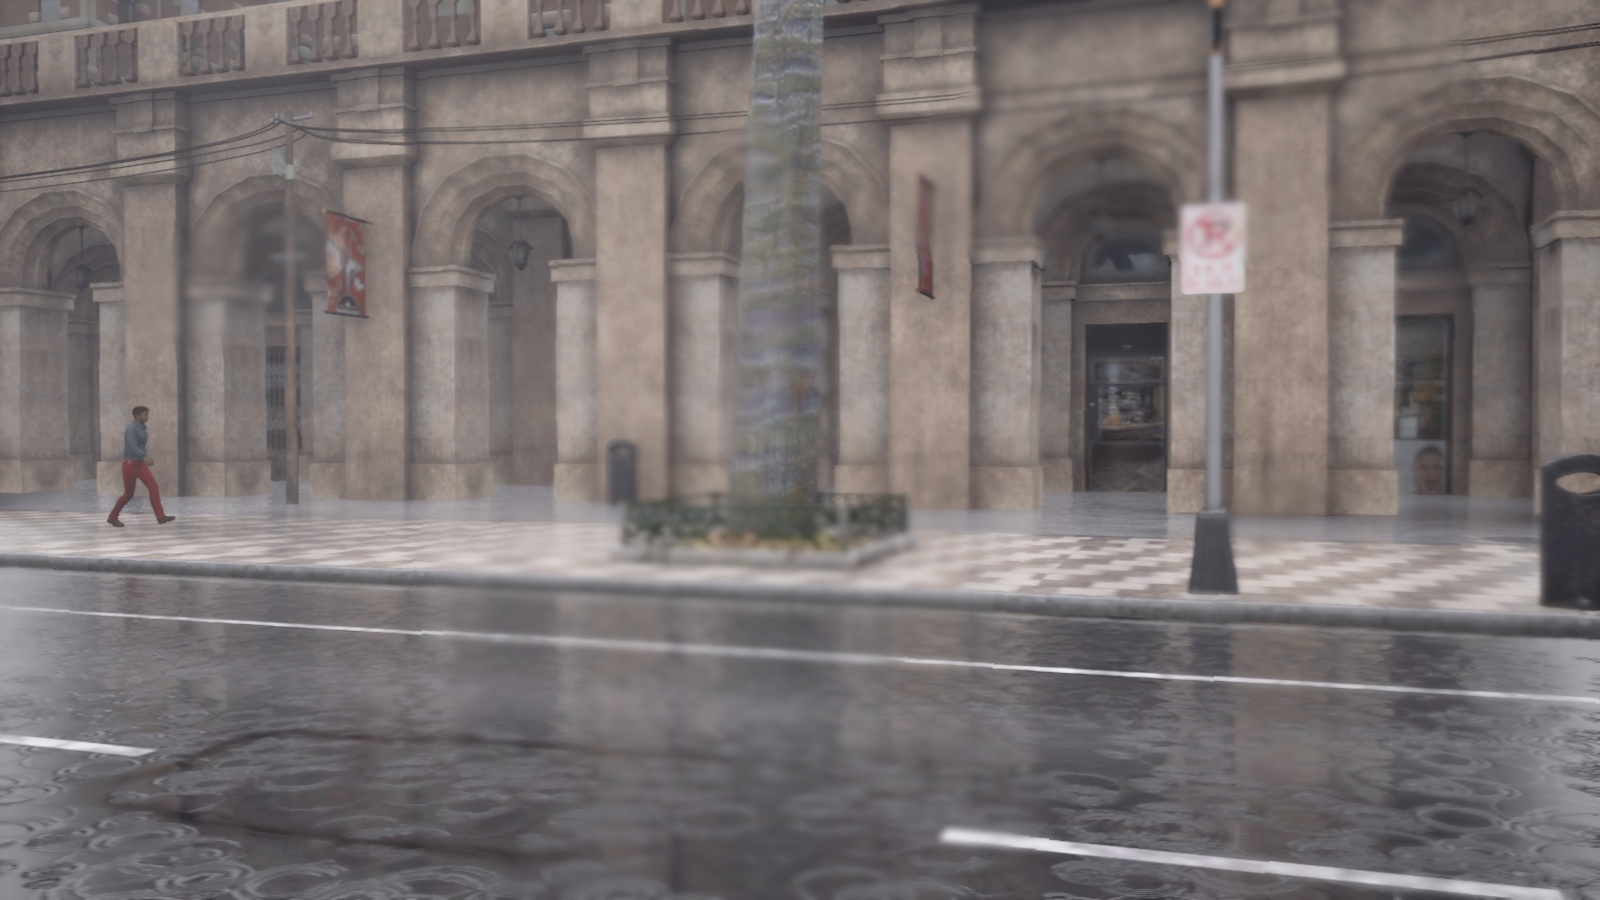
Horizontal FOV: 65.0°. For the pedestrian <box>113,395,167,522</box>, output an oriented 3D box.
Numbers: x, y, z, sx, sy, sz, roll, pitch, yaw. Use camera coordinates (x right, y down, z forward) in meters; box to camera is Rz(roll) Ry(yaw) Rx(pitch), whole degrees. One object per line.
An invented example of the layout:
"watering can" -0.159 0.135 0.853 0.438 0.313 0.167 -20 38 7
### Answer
"pedestrian" -9.705 0.126 18.473 0.614 1.847 0.353 0 1 2
